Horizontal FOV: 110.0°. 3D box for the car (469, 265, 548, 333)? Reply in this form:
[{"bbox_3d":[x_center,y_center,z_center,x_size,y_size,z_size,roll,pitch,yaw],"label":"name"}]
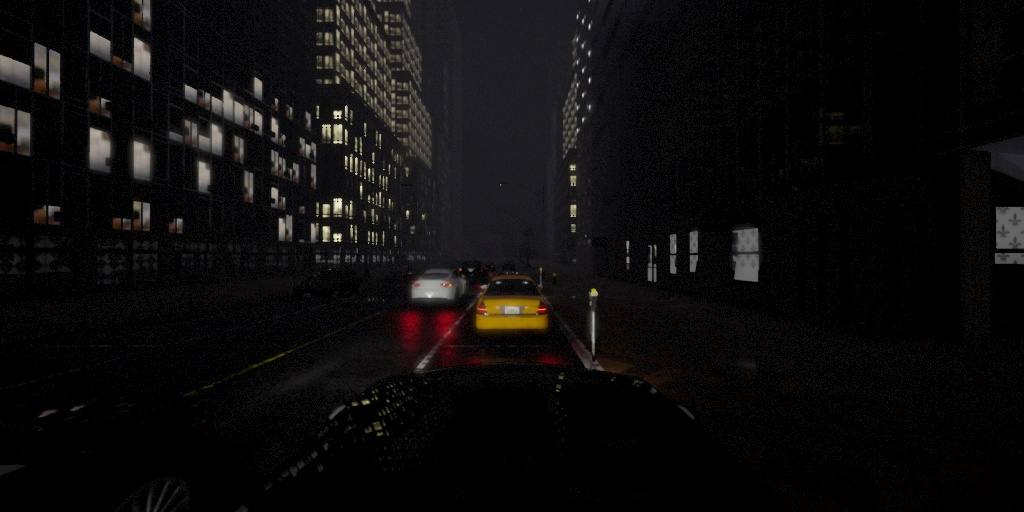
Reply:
[{"bbox_3d":[0.004,1.206,10.689,1.801,1.575,5.366,0,0,0],"label":"car"}]

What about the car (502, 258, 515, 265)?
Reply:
[{"bbox_3d":[-0.455,1.298,46.099,1.948,1.339,4.313,0,0,0],"label":"car"}]

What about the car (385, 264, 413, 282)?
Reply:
[{"bbox_3d":[-8.835,1.325,29.033,1.802,1.307,4.207,0,0,0],"label":"car"}]

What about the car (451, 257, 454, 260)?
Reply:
[{"bbox_3d":[-8.836,1.273,51.803,1.888,1.381,4.507,0,0,0],"label":"car"}]

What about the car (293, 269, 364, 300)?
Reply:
[{"bbox_3d":[-8.836,1.313,17.650,1.948,1.339,4.313,0,0,0],"label":"car"}]

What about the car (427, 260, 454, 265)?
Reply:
[{"bbox_3d":[-6.240,1.304,33.718,1.994,1.385,4.181,0,0,0],"label":"car"}]

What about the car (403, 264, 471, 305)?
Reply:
[{"bbox_3d":[-3.147,1.273,16.010,1.812,1.442,4.674,0,0,0],"label":"car"}]

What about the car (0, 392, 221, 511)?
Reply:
[{"bbox_3d":[-3.056,1.242,0.629,2.128,1.511,4.902,0,0,0],"label":"car"}]

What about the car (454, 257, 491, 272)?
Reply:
[{"bbox_3d":[-3.061,1.094,28.832,2.097,1.767,4.553,0,0,0],"label":"car"}]

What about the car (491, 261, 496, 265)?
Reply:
[{"bbox_3d":[-3.053,1.333,46.342,1.895,1.301,4.718,0,0,0],"label":"car"}]
